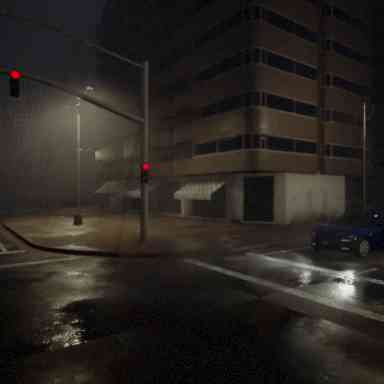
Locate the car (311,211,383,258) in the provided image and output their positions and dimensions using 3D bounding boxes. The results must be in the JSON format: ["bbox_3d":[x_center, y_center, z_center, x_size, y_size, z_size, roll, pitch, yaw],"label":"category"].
[{"bbox_3d":[6.760,1.529,13.142,5.008,1.535,1.882,0,0,-35],"label":"car"}]

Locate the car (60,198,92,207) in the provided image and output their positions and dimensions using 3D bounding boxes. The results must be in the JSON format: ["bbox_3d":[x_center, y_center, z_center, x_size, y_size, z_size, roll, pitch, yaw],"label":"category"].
[{"bbox_3d":[-17.026,1.522,49.201,2.033,1.411,5.357,0,0,20],"label":"car"}]
